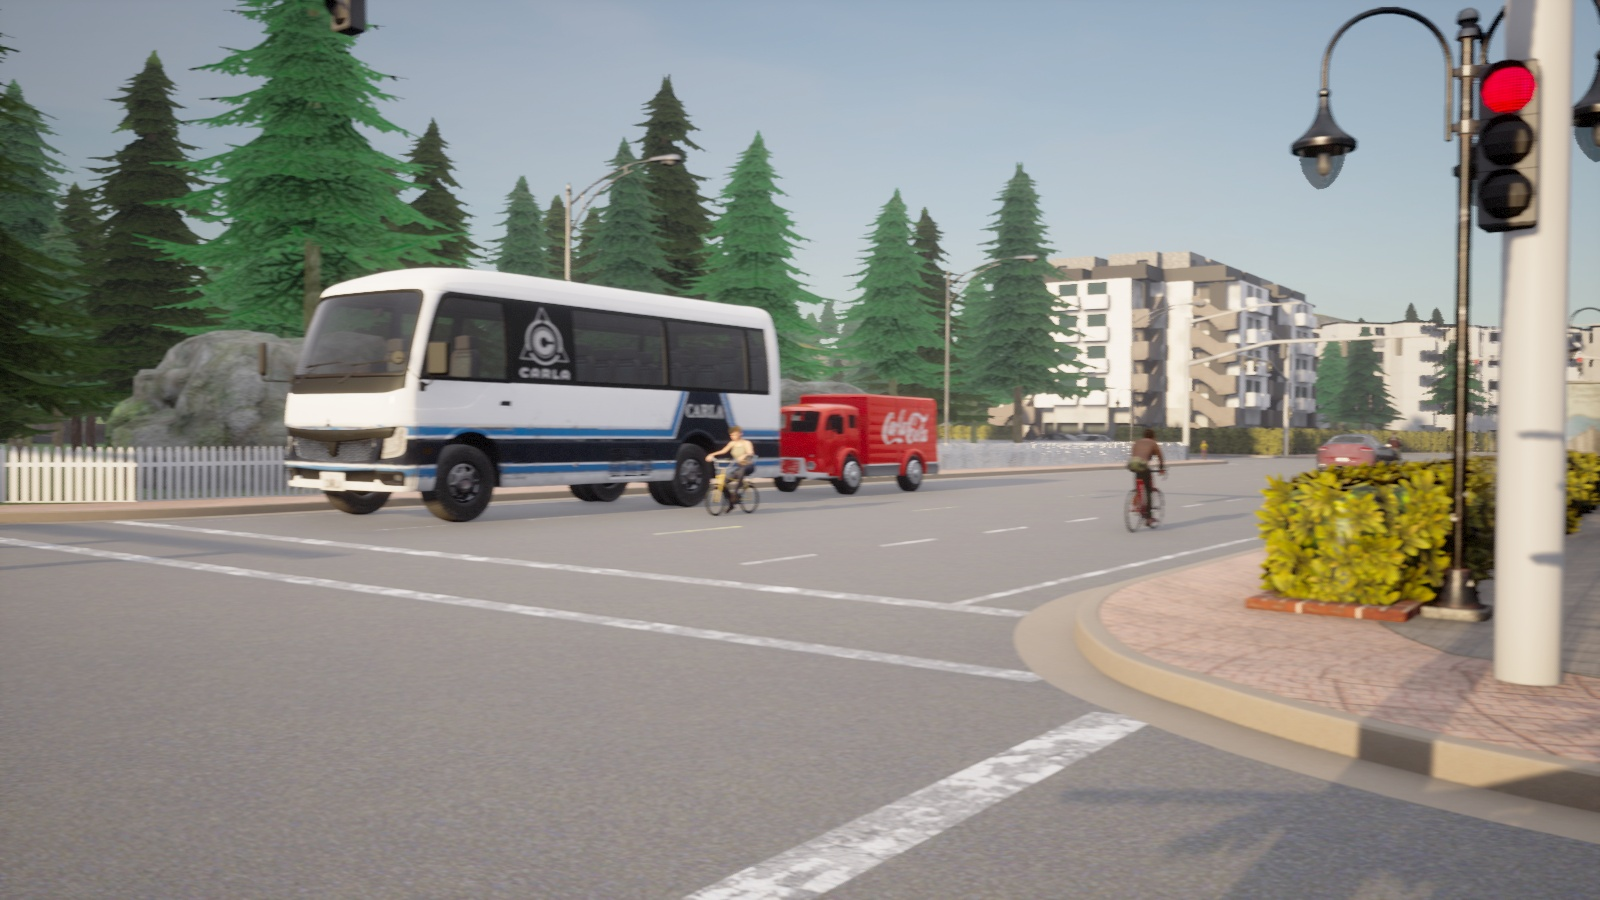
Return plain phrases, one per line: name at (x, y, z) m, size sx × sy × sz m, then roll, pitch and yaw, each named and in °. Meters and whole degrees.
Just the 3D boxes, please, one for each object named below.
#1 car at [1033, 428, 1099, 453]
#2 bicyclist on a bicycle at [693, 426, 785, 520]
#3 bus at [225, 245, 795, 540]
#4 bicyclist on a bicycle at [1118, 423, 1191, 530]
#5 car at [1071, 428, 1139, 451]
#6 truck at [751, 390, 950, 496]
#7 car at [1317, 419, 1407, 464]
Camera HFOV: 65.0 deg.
car at (16.806, -0.596, 79.425) m, size 3.705 × 1.549 × 1.789 m, roll 0°, pitch 1°, yaw 37°
bicyclist on a bicycle at (-1.079, 0.383, 22.515) m, size 0.866 × 1.612 × 1.509 m, roll 0°, pitch 1°, yaw 36°
bus at (-4.725, -0.914, 23.442) m, size 3.944 × 4.253 × 10.273 m, roll 0°, pitch 1°, yaw 36°
bicyclist on a bicycle at (5.609, 0.386, 19.812) m, size 0.582 × 1.620 × 1.656 m, roll 0°, pitch 1°, yaw 35°
car at (19.779, -0.667, 81.563) m, size 3.806 × 1.475 × 1.970 m, roll 0°, pitch 1°, yaw 37°
truck at (1.396, -0.206, 31.969) m, size 2.627 × 2.467 × 5.204 m, roll 0°, pitch 1°, yaw 36°
car at (21.499, -0.351, 47.967) m, size 2.152 × 1.651 × 5.027 m, roll 0°, pitch 1°, yaw 36°
